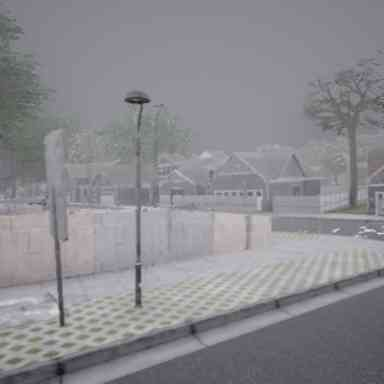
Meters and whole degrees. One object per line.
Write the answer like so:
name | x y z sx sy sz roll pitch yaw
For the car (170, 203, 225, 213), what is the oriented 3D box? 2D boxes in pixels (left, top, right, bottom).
car | 0.406 1.619 25.067 4.892 1.490 1.837 0 4 38

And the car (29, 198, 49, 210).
car | -20.292 1.534 44.603 1.895 1.301 4.718 -4 3 -40
